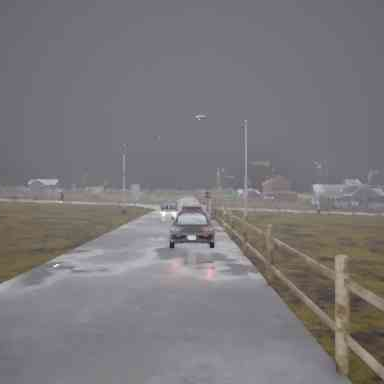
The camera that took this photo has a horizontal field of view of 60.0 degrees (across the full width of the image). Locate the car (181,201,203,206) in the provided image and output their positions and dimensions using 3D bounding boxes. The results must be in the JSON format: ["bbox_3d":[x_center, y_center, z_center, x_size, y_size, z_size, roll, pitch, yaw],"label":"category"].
[{"bbox_3d":[0.000,1.516,29.651,1.882,1.535,5.008,0,0,0],"label":"car"}]

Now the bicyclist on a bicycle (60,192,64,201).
[{"bbox_3d":[-22.619,0.775,57.735,0.582,1.620,1.656,2,0,0],"label":"bicyclist on a bicycle"}]

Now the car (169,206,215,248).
[{"bbox_3d":[0.000,1.537,14.650,1.812,1.442,4.674,0,0,0],"label":"car"}]

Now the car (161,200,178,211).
[{"bbox_3d":[-2.750,1.670,41.652,1.994,1.385,4.181,0,0,0],"label":"car"}]
